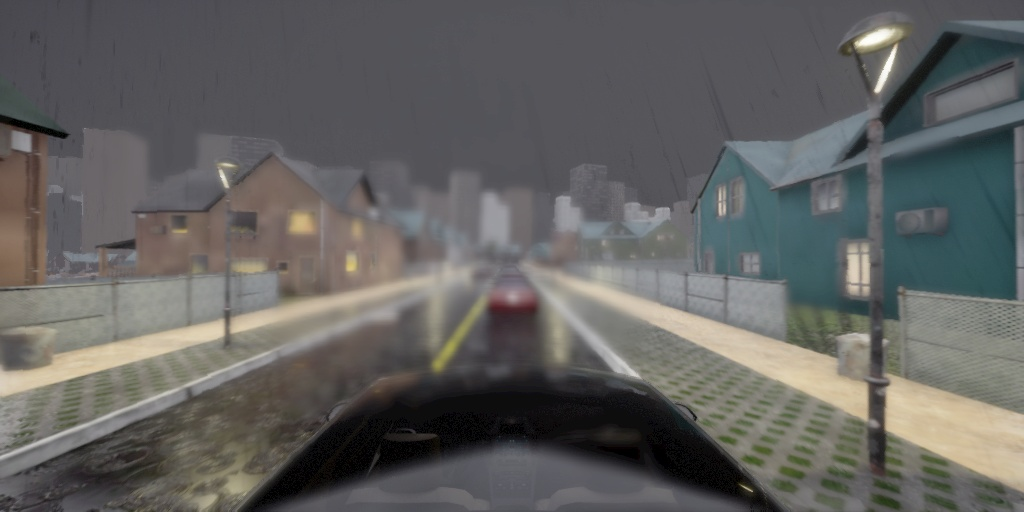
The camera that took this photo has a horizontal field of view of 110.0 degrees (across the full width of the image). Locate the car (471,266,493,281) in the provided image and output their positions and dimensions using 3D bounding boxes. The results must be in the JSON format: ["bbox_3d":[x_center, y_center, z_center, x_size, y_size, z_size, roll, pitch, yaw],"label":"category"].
[{"bbox_3d":[-2.799,1.628,34.798,1.994,1.385,4.181,0,-1,1],"label":"car"}]

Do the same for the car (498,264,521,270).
[{"bbox_3d":[0.042,1.568,28.609,1.994,1.385,4.181,0,-1,1],"label":"car"}]

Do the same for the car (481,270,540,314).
[{"bbox_3d":[0.048,1.434,14.436,1.994,1.385,4.181,0,0,1],"label":"car"}]
